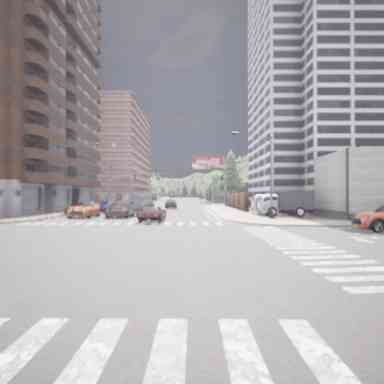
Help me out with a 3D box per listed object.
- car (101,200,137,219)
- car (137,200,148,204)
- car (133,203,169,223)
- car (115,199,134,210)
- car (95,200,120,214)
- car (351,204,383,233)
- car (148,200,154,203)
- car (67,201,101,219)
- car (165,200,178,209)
[{"bbox_3d":[-7.054,1.664,32.678,2.097,1.767,4.553,0,-1,0],"label":"car"},{"bbox_3d":[-7.075,1.903,41.809,1.837,1.490,4.892,0,-1,0],"label":"car"},{"bbox_3d":[-3.320,1.869,28.056,1.895,1.301,4.718,0,-1,2],"label":"car"},{"bbox_3d":[-10.542,1.976,52.374,1.882,1.535,5.008,0,-1,1],"label":"car"},{"bbox_3d":[-10.574,1.877,41.910,1.882,1.535,5.008,0,-1,0],"label":"car"},{"bbox_3d":[12.101,1.489,20.082,4.553,1.767,2.097,0,-1,0],"label":"car"},{"bbox_3d":[-7.048,1.972,51.856,1.882,1.535,5.008,0,-1,0],"label":"car"},{"bbox_3d":[-10.578,1.664,32.687,2.097,1.767,4.553,0,-1,0],"label":"car"},{"bbox_3d":[-3.386,2.022,54.339,1.837,1.490,4.892,0,-1,0],"label":"car"}]
